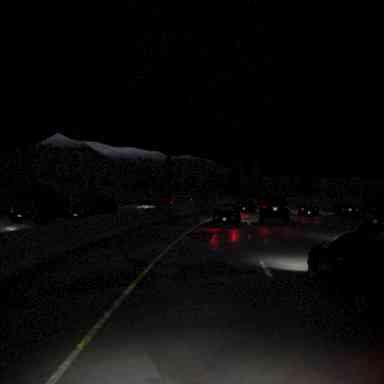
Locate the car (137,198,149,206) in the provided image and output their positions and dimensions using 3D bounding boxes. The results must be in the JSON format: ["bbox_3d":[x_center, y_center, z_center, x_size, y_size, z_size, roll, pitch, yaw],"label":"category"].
[{"bbox_3d":[-8.299,1.772,61.500,1.812,1.442,4.674,0,0,23],"label":"car"}]

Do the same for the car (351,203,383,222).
[{"bbox_3d":[7.878,1.419,12.129,2.097,1.767,4.553,0,0,5],"label":"car"}]

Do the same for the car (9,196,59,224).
[{"bbox_3d":[-11.577,1.310,25.955,2.150,2.045,5.566,0,0,10],"label":"car"}]

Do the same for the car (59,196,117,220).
[{"bbox_3d":[-7.895,1.321,26.643,2.150,2.045,5.566,0,0,11],"label":"car"}]

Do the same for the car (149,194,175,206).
[{"bbox_3d":[-5.038,1.468,60.242,2.150,2.045,5.566,0,0,23],"label":"car"}]

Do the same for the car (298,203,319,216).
[{"bbox_3d":[12.258,1.774,35.218,1.895,1.301,4.718,0,0,16],"label":"car"}]

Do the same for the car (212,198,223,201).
[{"bbox_3d":[5.152,1.854,65.778,1.994,1.385,4.181,0,0,26],"label":"car"}]

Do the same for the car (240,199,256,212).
[{"bbox_3d":[6.739,1.693,41.045,1.837,1.490,4.892,0,0,17],"label":"car"}]

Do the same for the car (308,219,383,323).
[{"bbox_3d":[3.944,1.564,7.076,1.812,1.442,4.674,0,0,3],"label":"car"}]

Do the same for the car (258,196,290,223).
[{"bbox_3d":[6.567,1.348,26.706,2.150,2.045,5.566,0,0,11],"label":"car"}]

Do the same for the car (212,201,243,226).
[{"bbox_3d":[2.563,1.635,24.324,1.812,1.442,4.674,0,0,10],"label":"car"}]

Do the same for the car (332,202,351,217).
[{"bbox_3d":[15.294,1.718,33.169,2.033,1.411,5.357,0,0,15],"label":"car"}]

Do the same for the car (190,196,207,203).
[{"bbox_3d":[1.353,1.636,65.911,2.097,1.767,4.553,0,0,25],"label":"car"}]
